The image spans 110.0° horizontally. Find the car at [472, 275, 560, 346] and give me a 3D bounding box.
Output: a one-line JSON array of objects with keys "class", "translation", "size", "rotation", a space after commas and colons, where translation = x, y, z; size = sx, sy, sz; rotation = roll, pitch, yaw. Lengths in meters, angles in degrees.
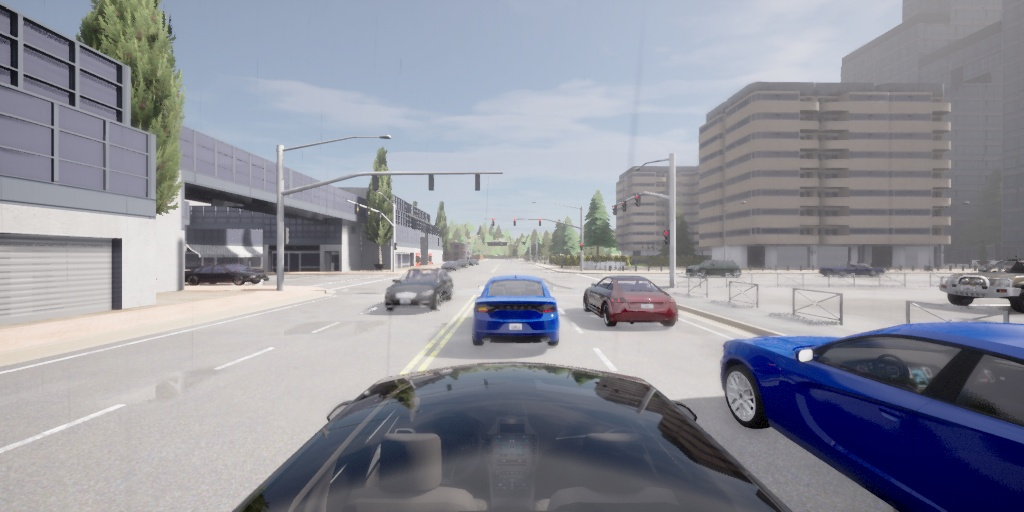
[{"class": "car", "translation": [0.095, 1.228, 9.461], "size": [1.882, 1.535, 5.008], "rotation": [0, 0, 0]}]

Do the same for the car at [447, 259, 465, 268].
[{"class": "car", "translation": [-7.840, 1.297, 46.897], "size": [2.033, 1.411, 5.357], "rotation": [0, 0, 0]}]

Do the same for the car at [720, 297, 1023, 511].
[{"class": "car", "translation": [3.603, 1.228, 2.610], "size": [1.882, 1.535, 5.008], "rotation": [0, 0, 0]}]

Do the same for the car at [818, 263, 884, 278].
[{"class": "car", "translation": [31.750, 1.351, 33.694], "size": [4.718, 1.301, 1.895], "rotation": [0, 0, -1]}]

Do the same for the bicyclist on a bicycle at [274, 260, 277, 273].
[{"class": "bicyclist on a bicycle", "translation": [-25.839, 1.053, 39.677], "size": [0.582, 1.620, 1.656], "rotation": [0, 0, -1]}]

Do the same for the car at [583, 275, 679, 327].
[{"class": "car", "translation": [3.603, 1.314, 11.593], "size": [1.994, 1.385, 4.181], "rotation": [0, 0, 0]}]

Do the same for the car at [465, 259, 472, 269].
[{"class": "car", "translation": [-7.988, 1.256, 57.083], "size": [1.837, 1.490, 4.892], "rotation": [0, 0, -1]}]

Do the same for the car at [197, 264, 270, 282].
[{"class": "car", "translation": [-21.819, 1.314, 28.247], "size": [4.181, 1.385, 1.994], "rotation": [0, 0, -1]}]

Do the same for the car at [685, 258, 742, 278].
[{"class": "car", "translation": [18.687, 1.102, 33.427], "size": [4.553, 1.767, 2.097], "rotation": [0, 0, -1]}]

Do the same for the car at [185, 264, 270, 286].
[{"class": "car", "translation": [-19.939, 1.297, 24.772], "size": [5.357, 1.411, 2.033], "rotation": [0, 0, -1]}]

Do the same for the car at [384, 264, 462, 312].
[{"class": "car", "translation": [-3.534, 1.241, 14.379], "size": [2.128, 1.511, 4.902], "rotation": [0, 0, 0]}]

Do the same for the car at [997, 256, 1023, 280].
[{"class": "car", "translation": [49.890, 1.100, 33.977], "size": [4.553, 1.767, 2.097], "rotation": [0, 0, -1]}]
